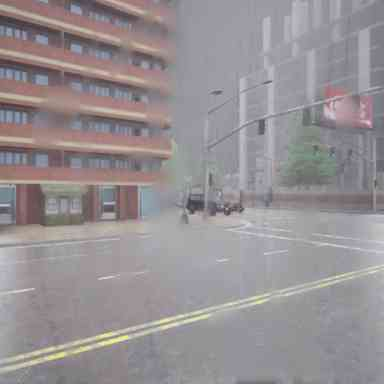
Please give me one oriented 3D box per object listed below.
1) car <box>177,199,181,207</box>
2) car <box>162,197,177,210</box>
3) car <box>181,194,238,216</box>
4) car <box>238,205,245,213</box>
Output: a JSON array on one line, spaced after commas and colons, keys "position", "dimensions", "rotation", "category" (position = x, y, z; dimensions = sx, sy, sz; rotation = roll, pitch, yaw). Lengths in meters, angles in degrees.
[{"position": [-2.753, 1.491, 45.213], "dimensions": [2.128, 1.511, 4.902], "rotation": [0, 0, -35], "category": "car"}, {"position": [-4.259, 1.352, 41.259], "dimensions": [2.097, 1.767, 4.553], "rotation": [0, 0, -35], "category": "car"}, {"position": [1.639, 1.222, 32.829], "dimensions": [2.150, 2.045, 5.566], "rotation": [0, 0, -35], "category": "car"}, {"position": [3.562, 1.601, 36.187], "dimensions": [1.895, 1.301, 4.718], "rotation": [0, 0, -35], "category": "car"}]
